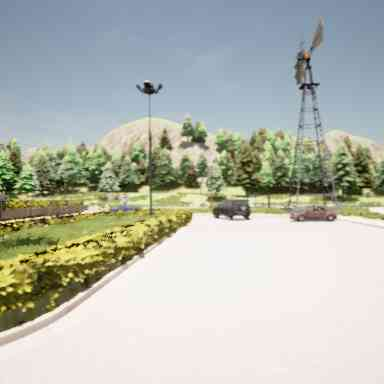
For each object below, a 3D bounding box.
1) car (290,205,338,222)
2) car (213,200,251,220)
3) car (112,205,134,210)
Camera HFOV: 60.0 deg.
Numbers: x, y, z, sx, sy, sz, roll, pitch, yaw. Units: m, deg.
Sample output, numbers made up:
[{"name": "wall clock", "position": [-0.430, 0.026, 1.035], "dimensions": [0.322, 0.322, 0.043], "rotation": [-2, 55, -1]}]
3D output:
[{"name": "car", "position": [10.869, 1.920, 29.916], "dimensions": [3.905, 1.438, 1.784], "rotation": [-1, -1, 5]}, {"name": "car", "position": [4.145, 1.822, 35.091], "dimensions": [2.150, 2.045, 5.566], "rotation": [0, -1, -20]}, {"name": "car", "position": [-9.004, 2.449, 44.246], "dimensions": [1.882, 1.535, 5.008], "rotation": [-1, 0, -42]}]
